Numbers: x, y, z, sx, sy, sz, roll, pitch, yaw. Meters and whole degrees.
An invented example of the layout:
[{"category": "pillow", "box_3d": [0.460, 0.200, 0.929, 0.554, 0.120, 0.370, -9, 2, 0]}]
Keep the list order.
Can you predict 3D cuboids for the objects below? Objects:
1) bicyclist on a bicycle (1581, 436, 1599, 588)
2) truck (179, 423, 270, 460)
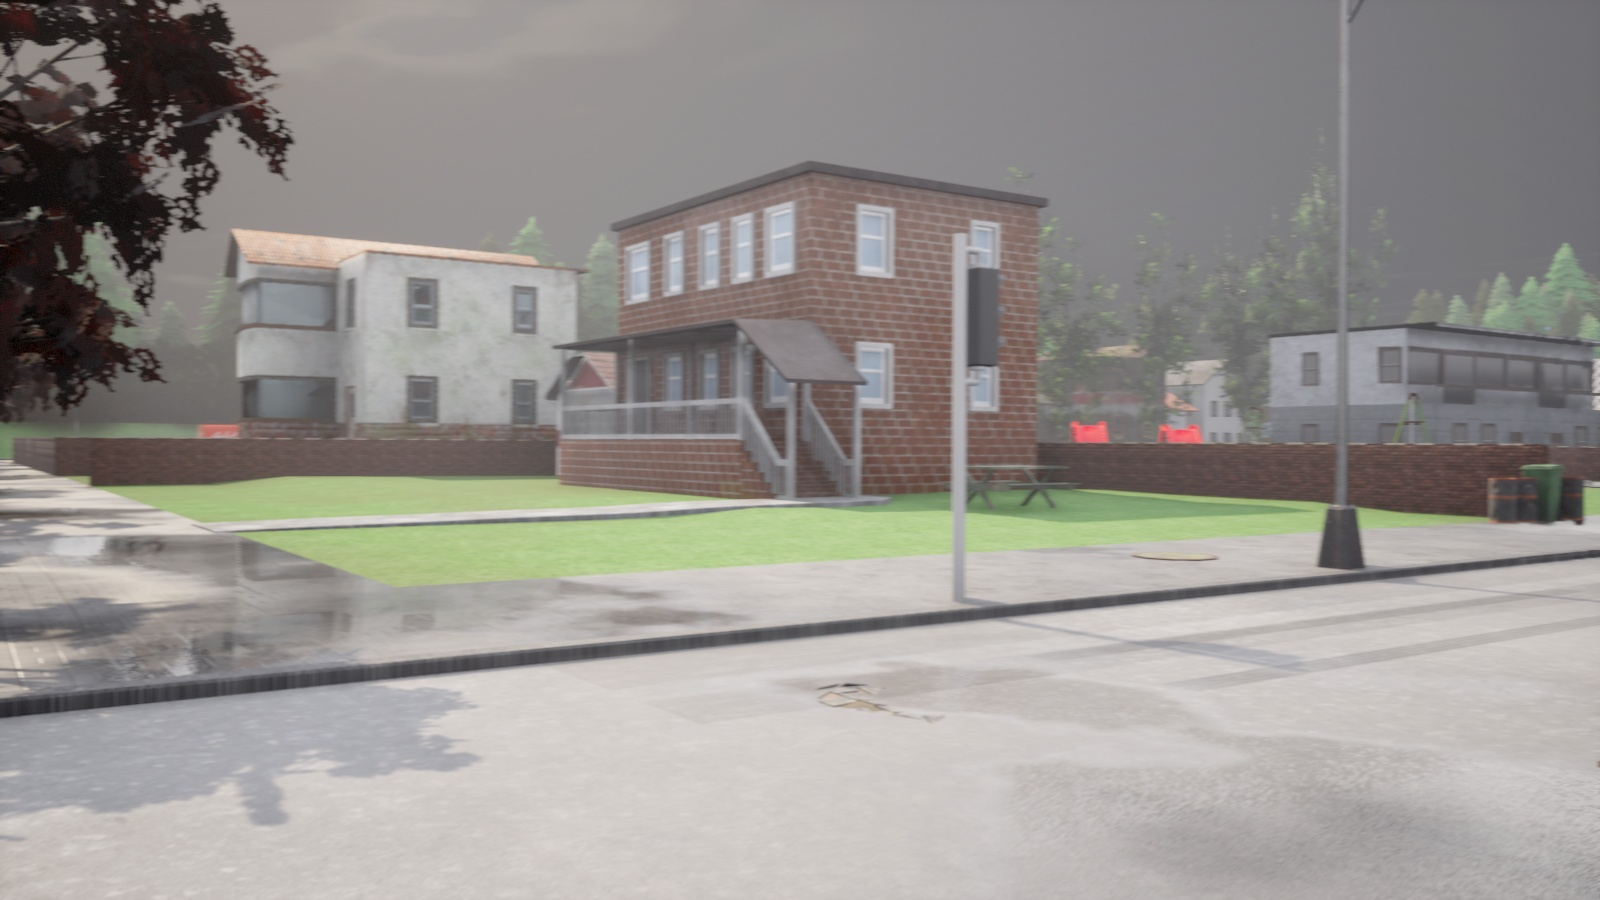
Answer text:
[{"category": "bicyclist on a bicycle", "box_3d": [9.289, 0.666, 13.601, 1.509, 1.612, 0.866, 0, 0, -35]}, {"category": "truck", "box_3d": [-39.074, -0.551, 85.246, 5.204, 2.467, 2.627, 0, 0, -35]}]
